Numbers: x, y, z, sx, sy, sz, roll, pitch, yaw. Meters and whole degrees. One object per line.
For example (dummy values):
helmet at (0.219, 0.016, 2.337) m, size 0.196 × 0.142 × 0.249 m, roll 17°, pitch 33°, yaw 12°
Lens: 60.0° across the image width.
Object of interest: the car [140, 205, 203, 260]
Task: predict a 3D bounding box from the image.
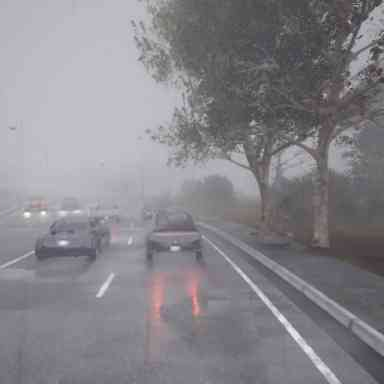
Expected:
car at (-0.748, 1.479, 12.372) m, size 2.128 × 1.511 × 4.902 m, roll 0°, pitch 0°, yaw -6°

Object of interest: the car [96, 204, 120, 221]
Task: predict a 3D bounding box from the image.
car at (-6.724, 1.578, 26.540) m, size 1.895 × 1.301 × 4.718 m, roll -1°, pitch 1°, yaw -13°

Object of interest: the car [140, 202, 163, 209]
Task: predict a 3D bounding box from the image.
car at (-2.955, 1.491, 25.739) m, size 2.033 × 1.411 × 5.357 m, roll -1°, pitch 1°, yaw -13°

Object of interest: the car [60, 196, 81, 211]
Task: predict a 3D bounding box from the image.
car at (-13.899, 1.222, 38.117) m, size 1.837 × 1.490 × 4.892 m, roll -1°, pitch 2°, yaw -19°

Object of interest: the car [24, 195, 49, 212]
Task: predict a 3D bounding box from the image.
car at (-17.193, 1.145, 36.921) m, size 2.097 × 1.767 × 4.553 m, roll -1°, pitch 3°, yaw -19°

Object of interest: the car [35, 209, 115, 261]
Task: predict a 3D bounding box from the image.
car at (-4.289, 1.581, 12.504) m, size 1.994 × 1.385 × 4.181 m, roll 0°, pitch 0°, yaw -6°
